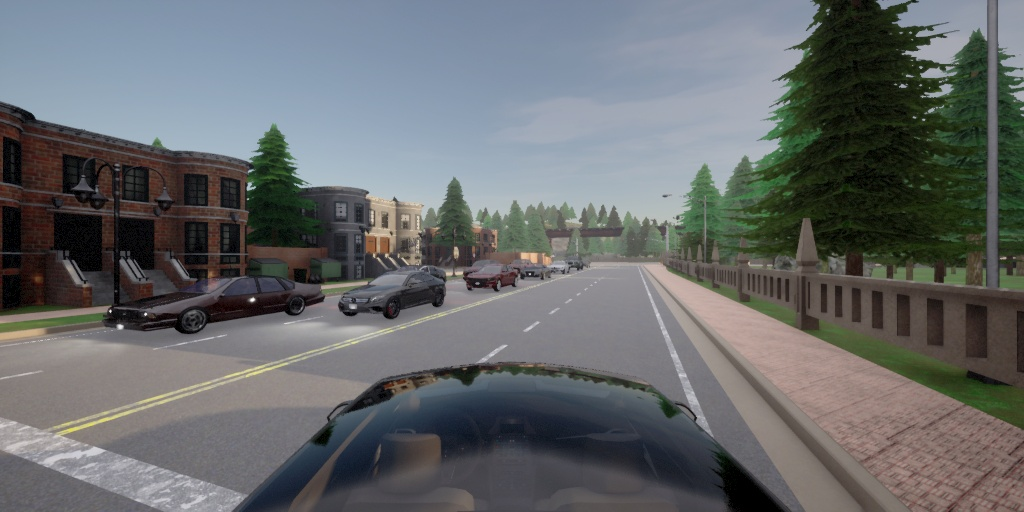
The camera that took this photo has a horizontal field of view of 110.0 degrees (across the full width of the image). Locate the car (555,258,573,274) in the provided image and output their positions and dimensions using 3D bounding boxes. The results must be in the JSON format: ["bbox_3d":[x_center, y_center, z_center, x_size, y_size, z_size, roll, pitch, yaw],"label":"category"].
[{"bbox_3d":[5.382,1.276,40.966,1.812,1.442,4.674,0,0,19],"label":"car"}]

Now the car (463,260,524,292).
[{"bbox_3d":[-1.081,1.228,21.932,1.882,1.535,5.008,0,0,19],"label":"car"}]

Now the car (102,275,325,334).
[{"bbox_3d":[-8.475,1.297,11.052,2.033,1.411,5.357,0,0,19],"label":"car"}]

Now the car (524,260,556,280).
[{"bbox_3d":[2.147,1.314,31.414,1.994,1.385,4.181,0,0,20],"label":"car"}]

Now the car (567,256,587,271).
[{"bbox_3d":[8.742,0.972,50.841,2.150,2.045,5.566,0,0,19],"label":"car"}]

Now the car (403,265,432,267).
[{"bbox_3d":[-5.430,1.242,20.028,2.128,1.511,4.902,0,0,18],"label":"car"}]

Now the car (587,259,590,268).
[{"bbox_3d":[12.215,1.255,61.012,1.837,1.490,4.892,0,0,19],"label":"car"}]

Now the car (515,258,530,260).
[{"bbox_3d":[0.949,1.102,38.802,2.097,1.767,4.553,0,0,19],"label":"car"}]

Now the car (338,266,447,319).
[{"bbox_3d":[-4.081,1.276,13.099,1.812,1.442,4.674,0,0,19],"label":"car"}]
